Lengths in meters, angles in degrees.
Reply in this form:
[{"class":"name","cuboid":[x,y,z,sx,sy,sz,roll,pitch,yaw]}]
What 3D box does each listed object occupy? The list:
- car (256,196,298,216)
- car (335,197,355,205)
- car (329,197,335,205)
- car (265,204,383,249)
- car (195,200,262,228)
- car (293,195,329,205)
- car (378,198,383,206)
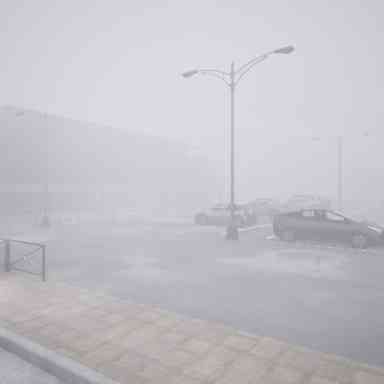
[{"class":"car","cuboid":[5.542,1.345,26.836,5.027,1.636,2.152,0,0,35]},{"class":"car","cuboid":[24.966,1.565,55.089,3.633,1.501,1.845,0,0,35]},{"class":"car","cuboid":[14.202,1.289,39.938,4.605,1.855,1.932,0,0,35]},{"class":"car","cuboid":[5.807,1.490,14.351,4.514,1.523,2.007,0,0,35]},{"class":"car","cuboid":[2.129,1.424,21.392,3.806,1.475,1.970,0,0,35]},{"class":"car","cuboid":[12.875,1.269,37.321,3.866,1.878,1.905,0,0,35]},{"class":"car","cuboid":[29.339,1.576,48.393,3.806,1.475,1.970,0,0,35]}]
